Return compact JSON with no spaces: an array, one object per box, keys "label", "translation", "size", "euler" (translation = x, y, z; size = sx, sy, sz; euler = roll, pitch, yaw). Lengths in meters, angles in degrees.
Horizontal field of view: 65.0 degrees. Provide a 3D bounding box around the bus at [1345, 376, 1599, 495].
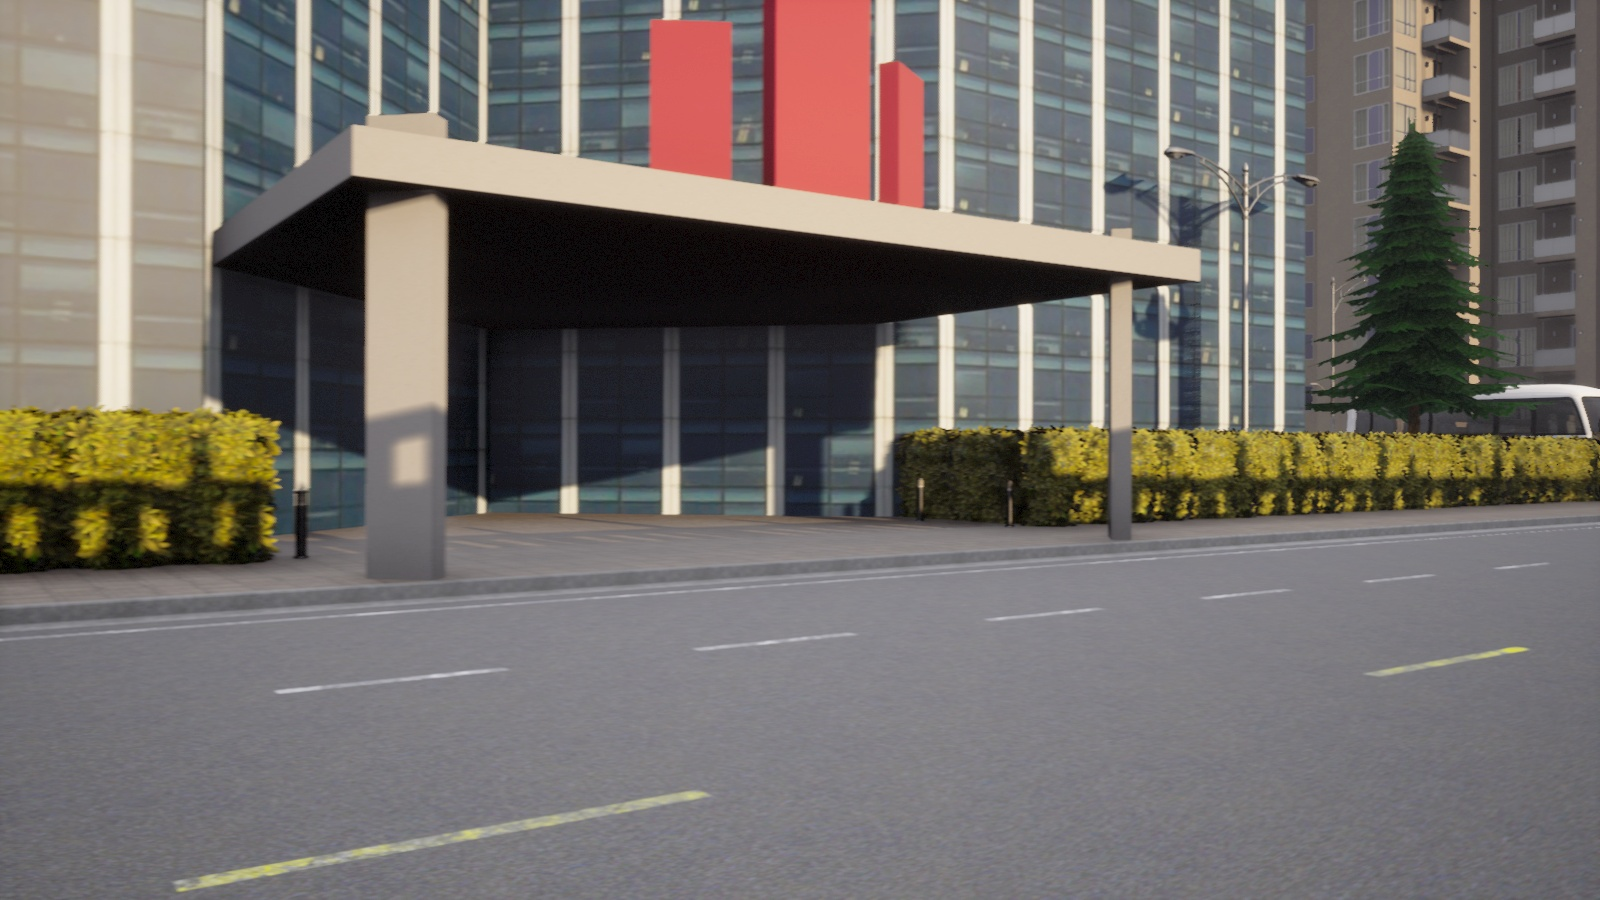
[{"label":"bus","translation":[27.503,-0.512,49.739],"size":[3.944,4.253,10.273],"euler":[0,0,-35]}]
